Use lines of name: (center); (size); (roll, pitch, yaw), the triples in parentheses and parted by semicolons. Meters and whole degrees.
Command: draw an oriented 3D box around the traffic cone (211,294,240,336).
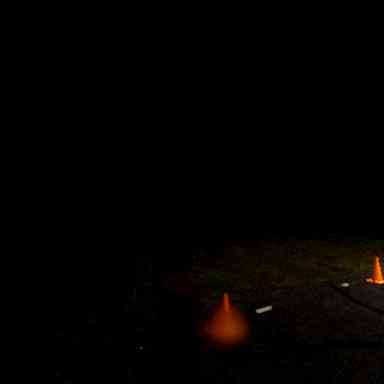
traffic cone: (0.540, 1.948, 5.394); (0.340, 0.580, 0.340); (0, 0, -36)

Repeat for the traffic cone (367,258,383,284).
traffic cone: (4.609, 1.937, 8.299); (0.340, 0.580, 0.340); (0, 0, -36)
